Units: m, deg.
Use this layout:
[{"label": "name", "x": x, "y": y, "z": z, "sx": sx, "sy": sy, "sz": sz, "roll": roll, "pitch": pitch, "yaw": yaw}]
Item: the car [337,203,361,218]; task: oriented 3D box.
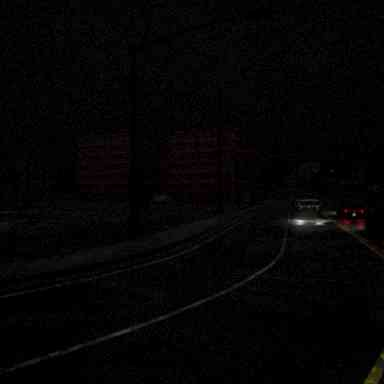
[{"label": "car", "x": 14.511, "y": 1.672, "z": 30.596, "sx": 1.895, "sy": 1.301, "sz": 4.718, "roll": 0, "pitch": 0, "yaw": 17}]

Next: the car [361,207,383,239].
[{"label": "car", "x": 10.426, "y": 1.503, "z": 17.247, "sx": 1.882, "sy": 1.535, "sz": 5.008, "roll": 0, "pitch": -1, "yaw": 17}]

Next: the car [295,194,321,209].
[{"label": "car", "x": 11.537, "y": 1.049, "z": 33.184, "sx": 2.150, "sy": 2.045, "sz": 5.566, "roll": 0, "pitch": 0, "yaw": 17}]
